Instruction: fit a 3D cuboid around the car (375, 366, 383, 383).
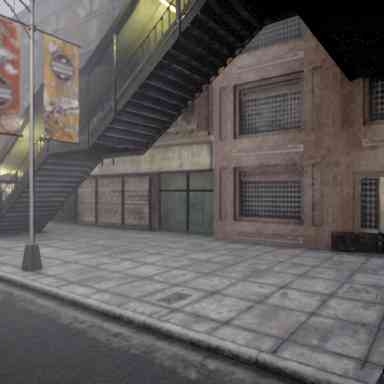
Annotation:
[{"bbox_3d":[3.530,1.231,0.789,5.566,2.045,2.435,0,0,36],"label":"car"}]
